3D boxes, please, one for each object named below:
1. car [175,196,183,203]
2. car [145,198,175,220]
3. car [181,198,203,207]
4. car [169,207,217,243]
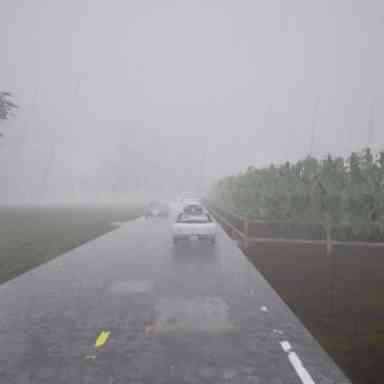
[{"bbox_3d":[-2.751,1.672,69.635,2.128,1.511,4.902,0,0,0],"label":"car"},{"bbox_3d":[-2.841,1.512,28.306,2.128,1.511,4.902,0,0,0],"label":"car"},{"bbox_3d":[0.114,1.553,33.749,1.812,1.442,4.674,0,0,0],"label":"car"},{"bbox_3d":[0.098,1.607,15.964,1.895,1.301,4.718,0,0,0],"label":"car"}]
